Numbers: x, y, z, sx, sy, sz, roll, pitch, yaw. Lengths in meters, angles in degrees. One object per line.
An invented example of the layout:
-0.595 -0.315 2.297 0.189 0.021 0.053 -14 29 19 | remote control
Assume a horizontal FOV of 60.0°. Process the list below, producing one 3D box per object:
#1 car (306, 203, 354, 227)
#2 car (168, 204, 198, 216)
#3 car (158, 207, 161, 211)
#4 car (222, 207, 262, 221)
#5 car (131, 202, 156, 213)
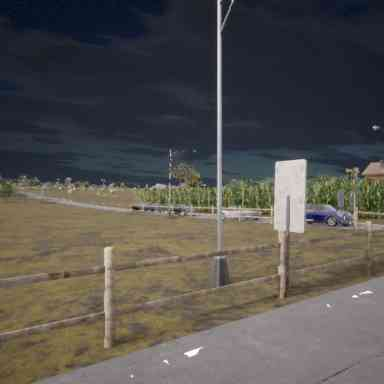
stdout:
9.947 1.668 25.497 2.097 1.767 4.553 3 -3 -37 | car
-1.219 2.217 41.069 1.837 1.490 4.892 3 -2 -35 | car
-6.757 2.578 53.907 1.994 1.385 4.181 3 -2 -35 | car
4.659 2.107 32.799 1.895 1.301 4.718 3 -3 -35 | car
-7.523 2.359 49.979 1.882 1.535 5.008 3 -2 -35 | car
